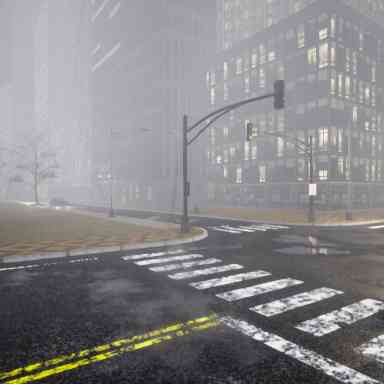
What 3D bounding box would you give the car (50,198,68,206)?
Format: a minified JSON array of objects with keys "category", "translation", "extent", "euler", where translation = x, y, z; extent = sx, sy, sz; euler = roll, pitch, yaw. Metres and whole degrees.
[{"category":"car","translation":[-21.724,1.606,54.213],"extent":[1.895,1.301,4.718],"euler":[0,0,-35]}]
